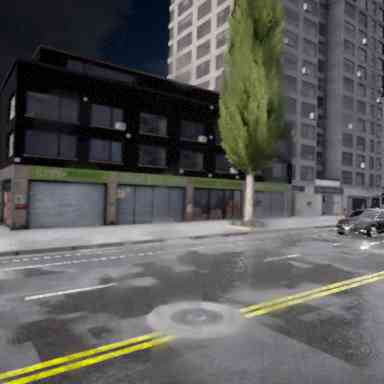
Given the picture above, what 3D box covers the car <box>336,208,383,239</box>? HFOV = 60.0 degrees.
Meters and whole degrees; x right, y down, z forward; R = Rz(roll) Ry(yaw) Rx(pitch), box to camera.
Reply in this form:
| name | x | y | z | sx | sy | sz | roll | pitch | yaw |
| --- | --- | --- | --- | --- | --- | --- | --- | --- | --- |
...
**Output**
| name | x | y | z | sx | sy | sz | roll | pitch | yaw |
| --- | --- | --- | --- | --- | --- | --- | --- | --- | --- |
| car | 10.121 | 1.706 | 18.869 | 4.892 | 1.490 | 1.837 | 1 | -1 | -35 |
